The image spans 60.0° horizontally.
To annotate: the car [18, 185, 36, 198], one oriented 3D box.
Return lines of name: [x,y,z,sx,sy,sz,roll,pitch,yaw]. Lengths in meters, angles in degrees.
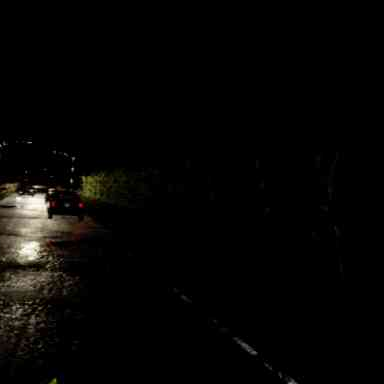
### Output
car: [-21.127,-0.065,42.651,1.837,1.490,4.892,5,0,-25]

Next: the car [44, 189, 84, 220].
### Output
car: [-8.413,0.756,22.036,2.097,1.767,4.553,5,0,-25]
